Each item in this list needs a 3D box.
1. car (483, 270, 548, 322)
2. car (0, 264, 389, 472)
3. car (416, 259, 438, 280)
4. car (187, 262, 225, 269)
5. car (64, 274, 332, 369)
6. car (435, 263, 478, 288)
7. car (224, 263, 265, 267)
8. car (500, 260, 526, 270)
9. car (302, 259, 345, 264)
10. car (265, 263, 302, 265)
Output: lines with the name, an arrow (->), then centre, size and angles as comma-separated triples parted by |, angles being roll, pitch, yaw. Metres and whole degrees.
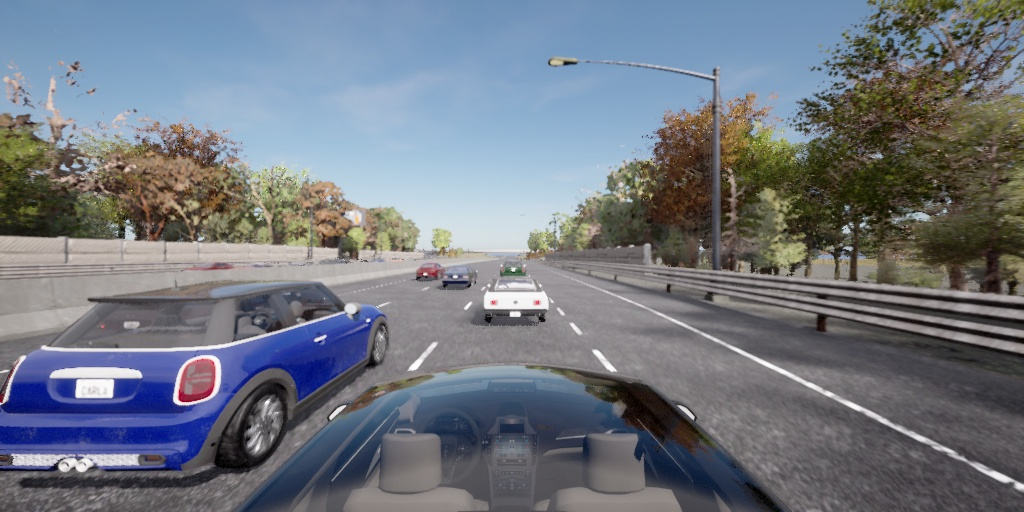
car -> 0.100, 1.345, 12.312 | 1.895, 1.301, 4.718 | 0, 0, 0
car -> -3.400, 1.100, 5.048 | 2.097, 1.767, 4.553 | 0, 0, 0
car -> -6.902, 1.270, 30.843 | 1.812, 1.442, 4.674 | 0, 0, 0
car -> -28.094, 1.270, 33.484 | 1.812, 1.442, 4.674 | 0, 0, 0
car -> -6.900, 1.293, 9.014 | 2.033, 1.411, 5.357 | 0, 0, 0
car -> -3.401, 1.291, 24.021 | 2.033, 1.411, 5.357 | 0, 0, 0
car -> -24.597, 1.346, 34.460 | 1.895, 1.301, 4.718 | 0, 0, 0
car -> 0.096, 1.096, 29.521 | 2.097, 1.767, 4.553 | 0, 0, 0
car -> -17.596, 1.098, 34.459 | 2.097, 1.767, 4.553 | 0, 0, 0
car -> -21.097, 1.346, 34.589 | 1.895, 1.301, 4.718 | 0, 0, 0
